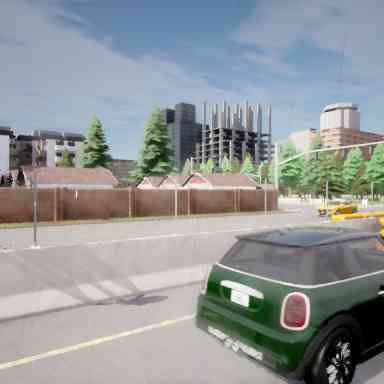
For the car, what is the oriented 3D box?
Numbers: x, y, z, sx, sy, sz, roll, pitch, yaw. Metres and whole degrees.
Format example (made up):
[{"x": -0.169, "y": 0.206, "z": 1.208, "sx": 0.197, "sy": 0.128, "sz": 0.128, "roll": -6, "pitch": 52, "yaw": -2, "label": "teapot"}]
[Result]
[{"x": 2.331, "y": 1.351, "z": 5.399, "sx": 4.553, "sy": 1.767, "sz": 2.097, "roll": 0, "pitch": 0, "yaw": -35, "label": "car"}]
